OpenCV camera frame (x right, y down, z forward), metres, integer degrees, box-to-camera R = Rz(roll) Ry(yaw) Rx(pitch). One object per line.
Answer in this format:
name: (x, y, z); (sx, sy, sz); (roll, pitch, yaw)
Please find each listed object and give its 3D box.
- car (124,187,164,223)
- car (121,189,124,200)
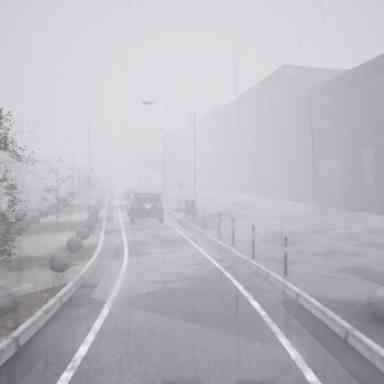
car: (-3.289, 0.885, 22.957); (2.150, 2.045, 5.566); (0, 3, -13)
car: (-7.879, 0.090, 42.112); (2.128, 1.511, 4.902); (0, 3, -14)
